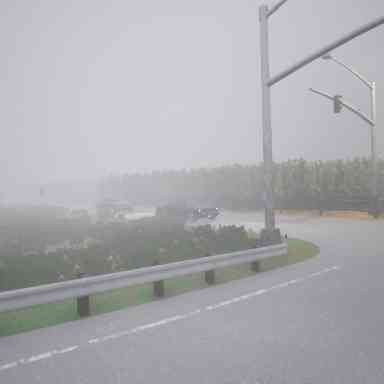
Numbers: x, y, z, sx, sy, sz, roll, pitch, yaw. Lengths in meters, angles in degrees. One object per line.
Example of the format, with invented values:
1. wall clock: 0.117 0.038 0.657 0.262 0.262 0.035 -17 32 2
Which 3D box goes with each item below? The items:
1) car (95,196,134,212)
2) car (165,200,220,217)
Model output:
1. car: -7.035 1.124 29.821 1.837 1.490 4.892 -3 2 -40
2. car: -0.369 1.180 22.021 1.895 1.301 4.718 -3 2 -41
